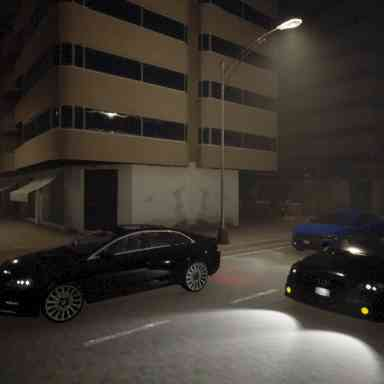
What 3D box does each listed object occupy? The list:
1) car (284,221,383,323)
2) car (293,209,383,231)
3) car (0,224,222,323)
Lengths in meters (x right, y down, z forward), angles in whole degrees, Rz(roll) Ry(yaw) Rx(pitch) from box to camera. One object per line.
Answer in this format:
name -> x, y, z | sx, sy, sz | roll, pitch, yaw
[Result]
car -> 3.853, 1.564, 7.043 | 4.181, 1.385, 1.994 | 0, 0, -38
car -> 5.947, 1.478, 13.113 | 5.008, 1.535, 1.882 | 0, 0, -38
car -> -1.548, 1.492, 7.289 | 4.902, 1.511, 2.128 | 0, 0, -37
